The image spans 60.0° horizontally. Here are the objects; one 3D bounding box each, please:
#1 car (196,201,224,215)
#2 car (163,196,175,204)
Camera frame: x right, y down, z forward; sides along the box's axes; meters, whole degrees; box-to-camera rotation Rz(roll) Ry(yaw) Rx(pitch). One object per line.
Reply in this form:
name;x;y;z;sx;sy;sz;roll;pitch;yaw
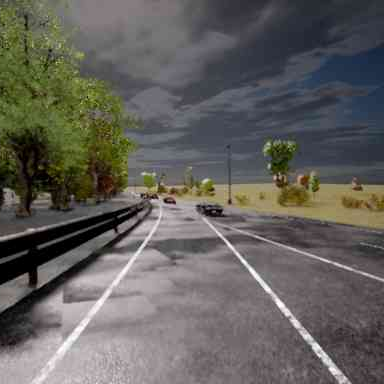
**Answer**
car;1.665;1.563;33.437;1.895;1.301;4.718;0;0;-11
car;-4.580;1.550;65.716;1.994;1.385;4.181;0;0;-11
